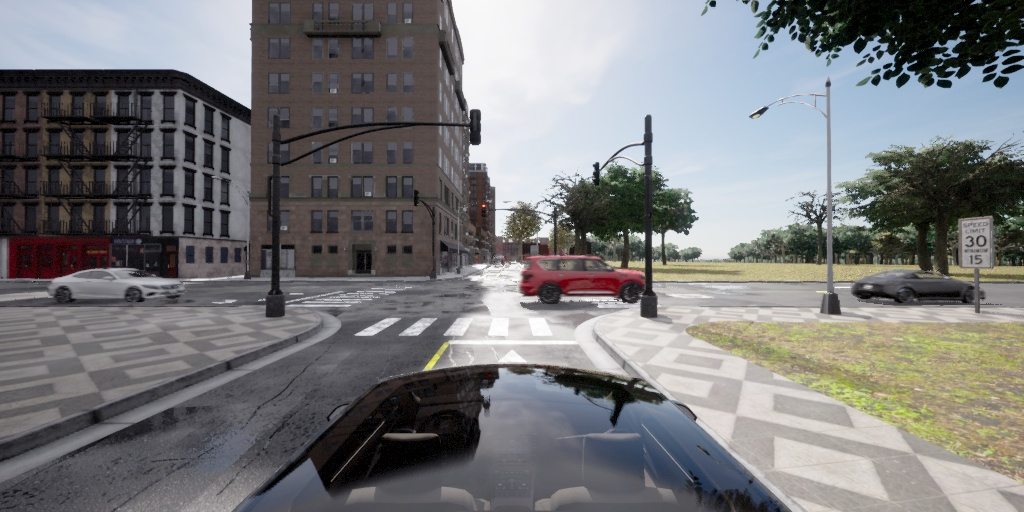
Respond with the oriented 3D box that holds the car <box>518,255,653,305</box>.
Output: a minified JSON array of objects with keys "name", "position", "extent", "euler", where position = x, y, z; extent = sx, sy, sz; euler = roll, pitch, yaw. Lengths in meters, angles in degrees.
[{"name":"car","position":[3.055,0.992,15.431],"extent":[5.566,2.045,2.150],"euler":[-1,0,0]}]

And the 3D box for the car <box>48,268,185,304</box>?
[{"name":"car","position":[-16.928,1.240,15.438],"extent":[4.674,1.442,1.812],"euler":[0,-1,0]}]

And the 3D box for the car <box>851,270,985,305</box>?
[{"name":"car","position":[17.342,1.288,15.433],"extent":[4.181,1.385,1.994],"euler":[0,-1,0]}]
